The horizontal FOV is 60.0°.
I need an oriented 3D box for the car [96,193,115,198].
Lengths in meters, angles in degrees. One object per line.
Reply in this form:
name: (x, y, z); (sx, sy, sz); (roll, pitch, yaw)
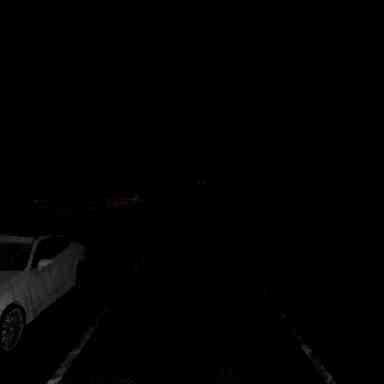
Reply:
car: (-23.470, 0.939, 90.783); (4.674, 1.452, 2.002); (0, 0, 0)

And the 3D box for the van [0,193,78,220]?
van: (-10.367, 1.201, 22.256); (4.442, 1.987, 1.878); (0, 0, 0)

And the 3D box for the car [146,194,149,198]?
car: (-10.162, 1.559, 55.560); (4.792, 1.488, 2.163); (0, 0, 0)

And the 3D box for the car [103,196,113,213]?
car: (-10.229, 1.410, 30.586); (4.892, 1.521, 2.231); (0, 0, 0)

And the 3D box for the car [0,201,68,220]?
car: (-10.226, 1.465, 19.481); (4.792, 1.488, 2.163); (0, 0, 0)

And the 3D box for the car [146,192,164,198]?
car: (-10.375, 0.888, 93.723); (5.008, 1.535, 2.097); (0, 1, 0)

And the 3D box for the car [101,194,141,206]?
car: (-10.391, 1.480, 47.232); (5.366, 1.575, 1.946); (0, 0, 0)

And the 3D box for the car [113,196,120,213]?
car: (-10.416, 1.410, 33.354); (5.366, 1.575, 1.946); (0, 0, 0)

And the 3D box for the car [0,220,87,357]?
car: (-3.350, 1.499, 6.113); (1.812, 1.442, 4.674); (0, 0, 0)

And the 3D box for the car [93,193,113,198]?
car: (-23.477, 0.944, 87.998); (4.674, 1.452, 2.002); (0, 0, 0)

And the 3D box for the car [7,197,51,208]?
car: (-23.100, 1.478, 47.273); (5.366, 1.575, 1.946); (0, 0, 0)

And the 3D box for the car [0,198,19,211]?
car: (-23.272, 1.464, 38.965); (4.792, 1.488, 2.163); (0, 0, 0)

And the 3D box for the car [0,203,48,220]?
car: (-10.231, 1.473, 16.705); (4.792, 1.488, 2.163); (0, 0, 0)

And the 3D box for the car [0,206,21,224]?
car: (-10.236, 1.482, 13.928); (4.792, 1.488, 2.163); (0, 0, 0)

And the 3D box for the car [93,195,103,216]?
car: (-10.271, 1.286, 27.807); (4.553, 1.767, 2.185); (0, 0, 0)

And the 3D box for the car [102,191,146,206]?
car: (-10.229, 1.247, 50.010); (5.566, 2.045, 2.435); (0, 0, 0)

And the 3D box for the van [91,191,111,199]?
van: (-23.355, 0.685, 85.324); (4.442, 1.987, 1.878); (1, 0, 0)

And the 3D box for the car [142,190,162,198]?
car: (-10.372, 0.941, 85.374); (4.792, 1.488, 2.163); (0, 0, 0)

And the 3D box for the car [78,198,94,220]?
car: (-10.274, 1.447, 25.034); (4.792, 1.488, 2.163); (0, 0, 0)

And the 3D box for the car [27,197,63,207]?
car: (-23.246, 1.542, 52.814); (4.792, 1.488, 2.163); (0, 0, 0)

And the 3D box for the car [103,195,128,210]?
car: (-10.040, 1.419, 36.006); (5.366, 1.575, 1.946); (0, 0, 0)

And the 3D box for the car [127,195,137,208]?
car: (-10.030, 1.449, 41.679); (5.366, 1.575, 1.946); (0, 0, 0)

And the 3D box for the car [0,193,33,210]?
car: (-23.324, 1.199, 41.736); (5.566, 2.045, 2.435); (0, 0, 0)

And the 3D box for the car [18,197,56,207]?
car: (-23.278, 1.537, 50.044); (4.674, 1.452, 2.002); (0, 0, 0)

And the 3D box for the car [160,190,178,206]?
car: (-3.376, 1.150, 53.130); (2.150, 2.045, 5.566); (0, 0, 0)
